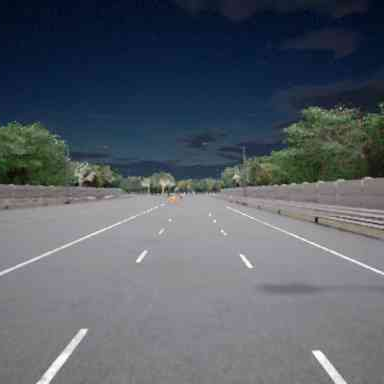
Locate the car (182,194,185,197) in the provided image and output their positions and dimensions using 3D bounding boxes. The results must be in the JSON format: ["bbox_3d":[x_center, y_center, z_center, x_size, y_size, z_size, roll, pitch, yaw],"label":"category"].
[{"bbox_3d":[-3.477,1.450,84.975,1.837,1.490,4.892,0,0,0],"label":"car"}]

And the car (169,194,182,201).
[{"bbox_3d":[-3.483,1.211,64.688,2.097,1.767,4.553,0,0,0],"label":"car"}]
